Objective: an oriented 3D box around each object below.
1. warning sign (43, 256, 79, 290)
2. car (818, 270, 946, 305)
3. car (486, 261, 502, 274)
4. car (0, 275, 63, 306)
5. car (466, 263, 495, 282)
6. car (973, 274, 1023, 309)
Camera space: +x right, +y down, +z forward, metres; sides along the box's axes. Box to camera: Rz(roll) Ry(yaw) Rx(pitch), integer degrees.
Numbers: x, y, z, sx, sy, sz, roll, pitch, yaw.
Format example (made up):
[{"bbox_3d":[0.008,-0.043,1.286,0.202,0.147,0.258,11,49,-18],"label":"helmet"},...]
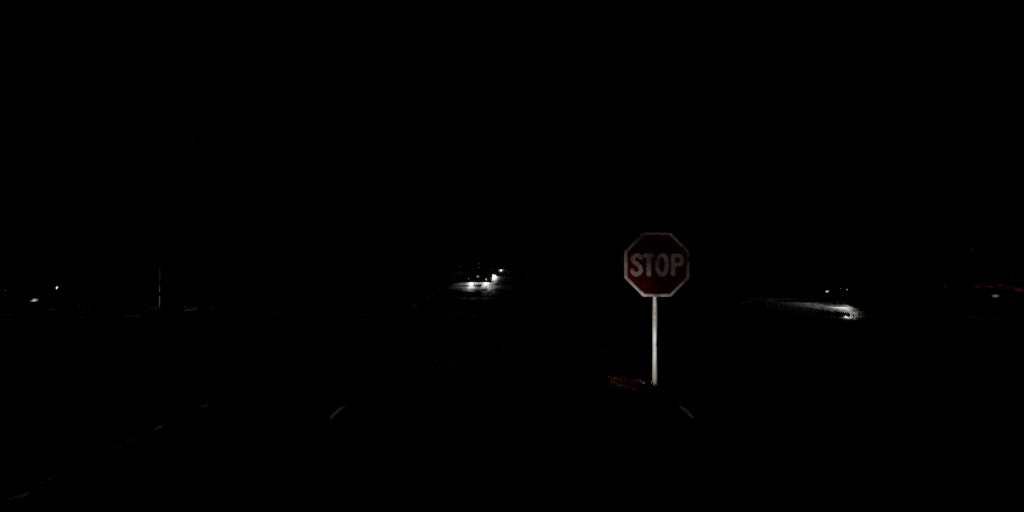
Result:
[{"bbox_3d":[-24.157,0.908,19.090,1.060,1.860,1.300,0,0,0],"label":"warning sign"},{"bbox_3d":[17.197,1.418,16.812,4.892,1.490,1.837,0,0,0],"label":"car"},{"bbox_3d":[-2.815,1.540,46.535,2.128,1.511,4.902,0,0,0],"label":"car"},{"bbox_3d":[-20.573,1.386,13.796,4.718,1.301,1.895,0,0,0],"label":"car"},{"bbox_3d":[-2.826,1.526,31.477,1.994,1.385,4.181,0,0,0],"label":"car"},{"bbox_3d":[21.197,1.392,13.886,5.008,1.535,1.882,0,0,0],"label":"car"}]
